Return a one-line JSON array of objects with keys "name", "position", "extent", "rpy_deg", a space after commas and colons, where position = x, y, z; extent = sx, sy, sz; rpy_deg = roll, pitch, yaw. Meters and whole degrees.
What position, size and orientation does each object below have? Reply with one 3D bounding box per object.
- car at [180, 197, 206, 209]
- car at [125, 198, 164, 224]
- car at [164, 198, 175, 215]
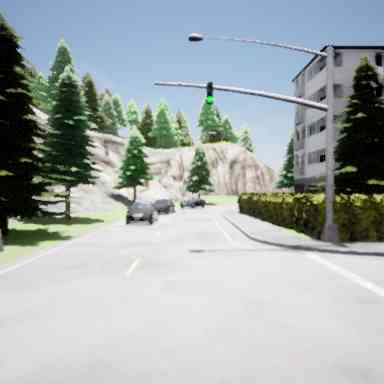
[{"name": "car", "position": [0.140, 1.383, 43.900], "extent": [2.128, 1.511, 4.902], "rpy_deg": [0, 0, 28]}, {"name": "car", "position": [-3.488, 1.432, 23.932], "extent": [2.128, 1.511, 4.902], "rpy_deg": [0, 0, 1]}, {"name": "car", "position": [-2.947, 1.423, 33.493], "extent": [1.837, 1.490, 4.892], "rpy_deg": [0, 0, 9]}]
